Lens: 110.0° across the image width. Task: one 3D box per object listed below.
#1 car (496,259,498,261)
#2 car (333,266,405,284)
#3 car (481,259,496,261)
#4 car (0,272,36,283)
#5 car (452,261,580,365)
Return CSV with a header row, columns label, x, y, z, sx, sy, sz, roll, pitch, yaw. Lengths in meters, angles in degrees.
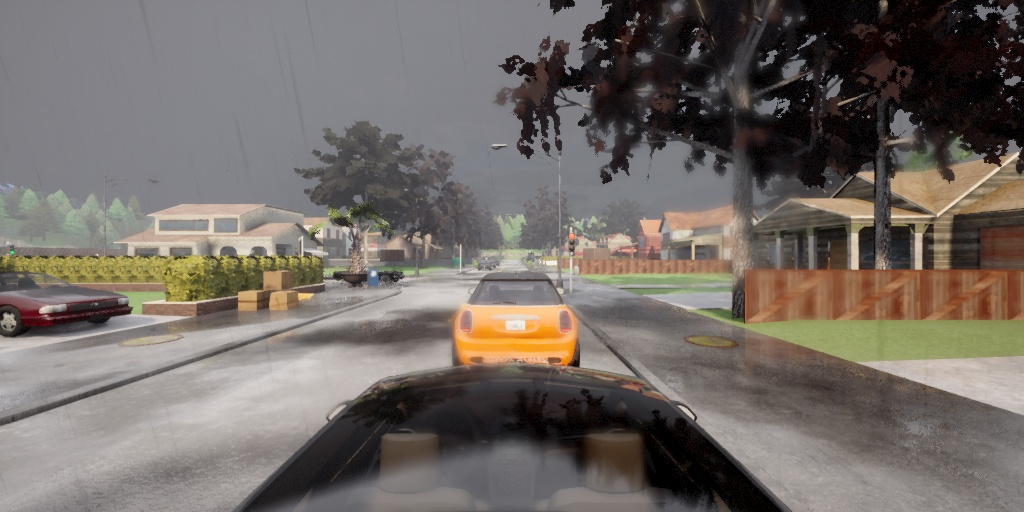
label,x,y,z,sx,sy,sz,roll,pitch,yaw
car,-3.593,1.241,59.275,2.128,1.511,4.902,0,0,1
car,-10.313,1.351,26.166,4.718,1.301,1.895,0,0,6
car,-3.686,1.255,49.935,1.837,1.490,4.892,0,0,1
car,-44.652,1.314,30.905,4.181,1.385,1.994,0,0,1
car,0.097,1.102,7.727,2.097,1.767,4.553,0,0,1
